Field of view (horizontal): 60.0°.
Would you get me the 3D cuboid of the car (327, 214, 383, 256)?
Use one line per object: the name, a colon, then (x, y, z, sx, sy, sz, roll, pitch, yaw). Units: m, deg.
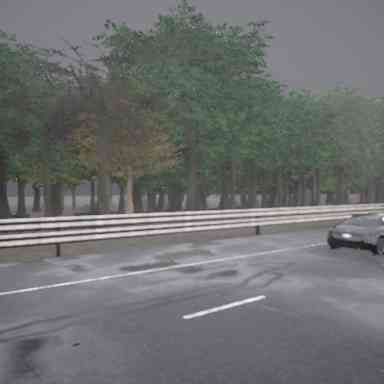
car: (7.300, 1.574, 13.350, 4.181, 1.385, 1.994, 0, 0, -36)
